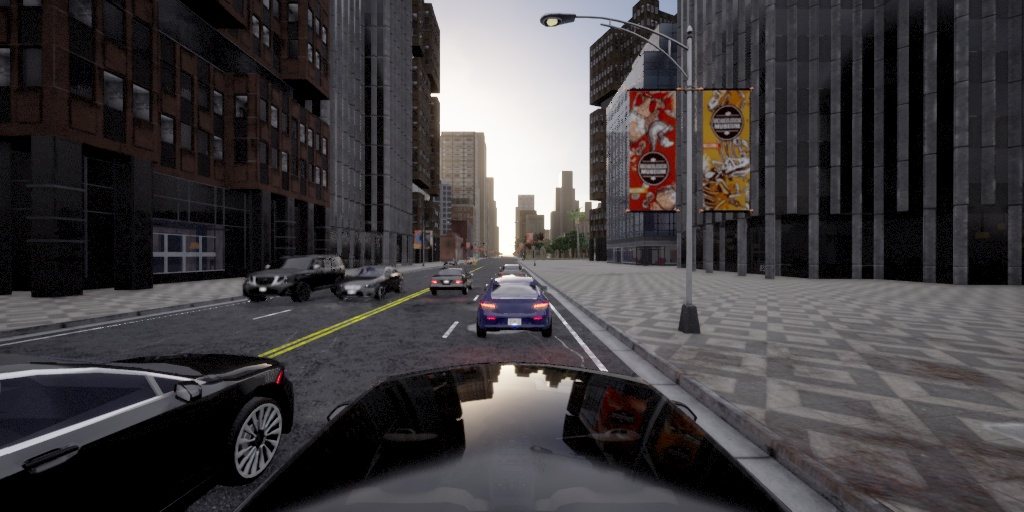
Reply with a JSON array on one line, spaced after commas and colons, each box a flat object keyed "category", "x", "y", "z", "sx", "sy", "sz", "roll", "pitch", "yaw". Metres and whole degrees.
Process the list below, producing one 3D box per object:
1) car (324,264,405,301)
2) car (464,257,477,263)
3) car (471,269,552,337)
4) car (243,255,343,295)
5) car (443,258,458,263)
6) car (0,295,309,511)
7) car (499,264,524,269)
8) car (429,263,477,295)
[{"category": "car", "x": -6.675, "y": 1.237, "z": 17.372, "sx": 2.128, "sy": 1.511, "sz": 4.902, "roll": 0, "pitch": 0, "yaw": 0}, {"category": "car", "x": -6.786, "y": 0.955, "z": 59.062, "sx": 1.882, "sy": 1.535, "sz": 5.008, "roll": 0, "pitch": 0, "yaw": 0}, {"category": "car", "x": 0.048, "y": 1.274, "z": 10.151, "sx": 1.812, "sy": 1.442, "sz": 4.674, "roll": 0, "pitch": 0, "yaw": 0}, {"category": "car", "x": -9.924, "y": 0.967, "z": 17.019, "sx": 2.150, "sy": 2.045, "sz": 5.566, "roll": 0, "pitch": 0, "yaw": 0}, {"category": "car", "x": -10.036, "y": 1.017, "z": 59.046, "sx": 2.033, "sy": 1.411, "sz": 5.357, "roll": 0, "pitch": 0, "yaw": 0}, {"category": "car", "x": -3.149, "y": 1.242, "z": 1.731, "sx": 2.128, "sy": 1.511, "sz": 4.902, "roll": 0, "pitch": 0, "yaw": 0}, {"category": "car", "x": -0.024, "y": 1.305, "z": 26.840, "sx": 1.994, "sy": 1.385, "sz": 4.181, "roll": 0, "pitch": 0, "yaw": 0}, {"category": "car", "x": -3.230, "y": 1.292, "z": 19.769, "sx": 2.033, "sy": 1.411, "sz": 5.357, "roll": 0, "pitch": 0, "yaw": -2}]
